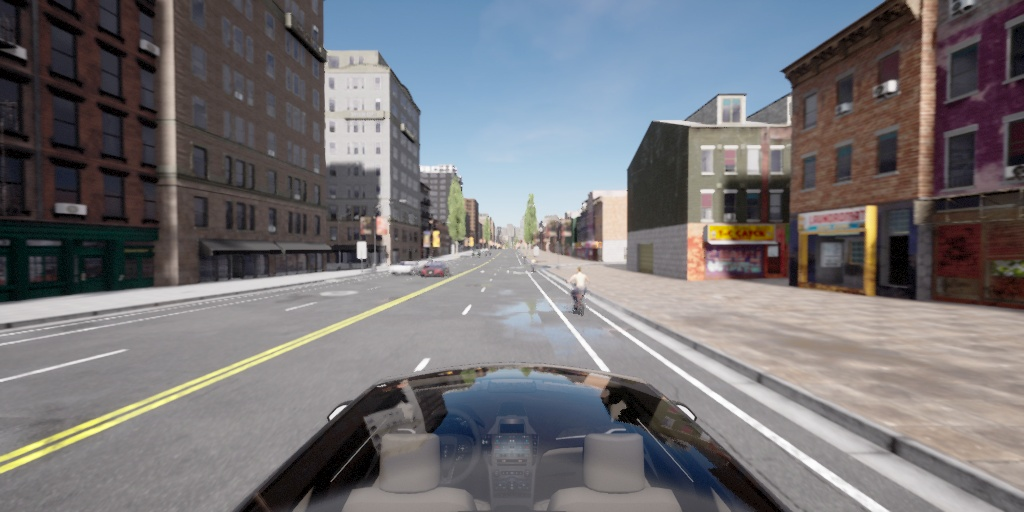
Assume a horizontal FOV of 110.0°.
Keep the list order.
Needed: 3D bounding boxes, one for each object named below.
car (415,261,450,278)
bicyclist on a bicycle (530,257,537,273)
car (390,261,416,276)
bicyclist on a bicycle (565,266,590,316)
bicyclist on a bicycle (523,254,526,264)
[{"bbox_3d":[-6.568,1.137,30.886,1.994,1.385,4.181,0,0,0],"label":"car"},{"bbox_3d":[2.262,0.946,37.960,0.866,1.612,1.509,0,1,0],"label":"bicyclist on a bicycle"},{"bbox_3d":[-9.804,1.150,33.521,1.895,1.301,4.718,0,0,1],"label":"car"},{"bbox_3d":[2.256,1.141,12.125,0.866,1.612,1.509,0,0,0],"label":"bicyclist on a bicycle"},{"bbox_3d":[2.268,0.537,64.530,0.659,1.776,1.843,0,1,0],"label":"bicyclist on a bicycle"}]
